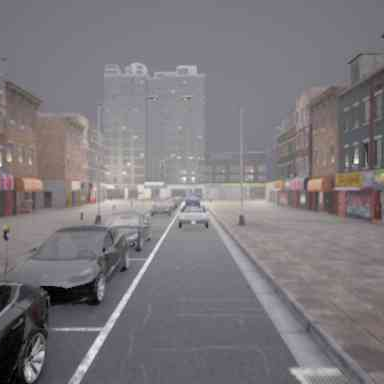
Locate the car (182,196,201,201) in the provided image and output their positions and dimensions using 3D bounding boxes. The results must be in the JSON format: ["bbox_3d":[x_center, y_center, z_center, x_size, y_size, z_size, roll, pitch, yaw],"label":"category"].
[{"bbox_3d":[0.091,1.258,41.920,1.882,1.535,5.008,0,0,0],"label":"car"}]

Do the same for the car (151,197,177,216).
[{"bbox_3d":[-2.645,1.395,29.795,2.008,1.369,4.403,0,0,0],"label":"car"}]

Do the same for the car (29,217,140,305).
[{"bbox_3d":[-2.641,1.524,7.987,1.947,1.339,4.313,0,0,0],"label":"car"}]

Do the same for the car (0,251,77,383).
[{"bbox_3d":[-2.640,1.552,2.534,1.947,1.339,4.313,0,0,0],"label":"car"}]

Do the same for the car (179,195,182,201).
[{"bbox_3d":[-2.647,1.353,40.699,1.947,1.339,4.313,0,0,0],"label":"car"}]

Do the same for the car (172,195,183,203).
[{"bbox_3d":[-2.651,1.238,62.507,1.947,1.339,4.313,0,0,0],"label":"car"}]

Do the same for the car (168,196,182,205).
[{"bbox_3d":[-2.649,1.295,51.603,1.947,1.339,4.313,0,0,0],"label":"car"}]

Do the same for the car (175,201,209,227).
[{"bbox_3d":[0.094,1.487,21.702,1.895,1.301,4.718,0,0,0],"label":"car"}]

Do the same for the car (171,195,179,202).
[{"bbox_3d":[-2.646,1.342,35.076,1.752,1.417,4.829,0,0,0],"label":"car"}]

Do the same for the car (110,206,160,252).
[{"bbox_3d":[-2.642,1.480,13.439,2.008,1.369,4.403,0,0,0],"label":"car"}]

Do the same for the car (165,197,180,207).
[{"bbox_3d":[-2.648,1.340,46.151,1.802,1.307,4.206,0,0,0],"label":"car"}]
